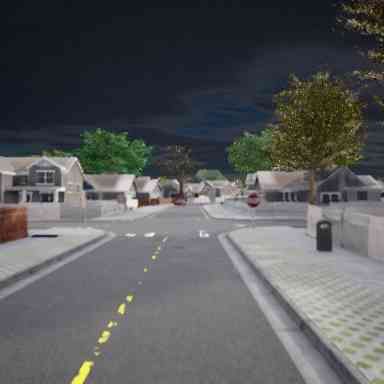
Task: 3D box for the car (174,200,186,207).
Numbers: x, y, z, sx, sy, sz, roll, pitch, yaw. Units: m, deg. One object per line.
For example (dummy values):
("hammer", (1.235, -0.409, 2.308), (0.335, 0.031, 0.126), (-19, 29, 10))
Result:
("car", (-2.366, 2.295, 66.579), (1.895, 1.301, 4.718), (0, -1, 7))
